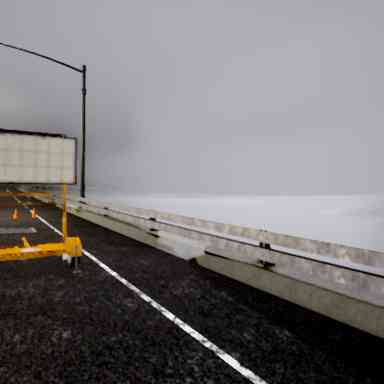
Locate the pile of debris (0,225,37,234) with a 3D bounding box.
[{"bbox_3d":[-8.073,1.676,14.965,1.860,0.140,1.500,0,1,-31],"label":"pile of debris"}]

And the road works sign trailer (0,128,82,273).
[{"bbox_3d":[-4.408,0.180,8.946,2.380,3.560,2.880,0,1,-31],"label":"road works sign trailer"}]
